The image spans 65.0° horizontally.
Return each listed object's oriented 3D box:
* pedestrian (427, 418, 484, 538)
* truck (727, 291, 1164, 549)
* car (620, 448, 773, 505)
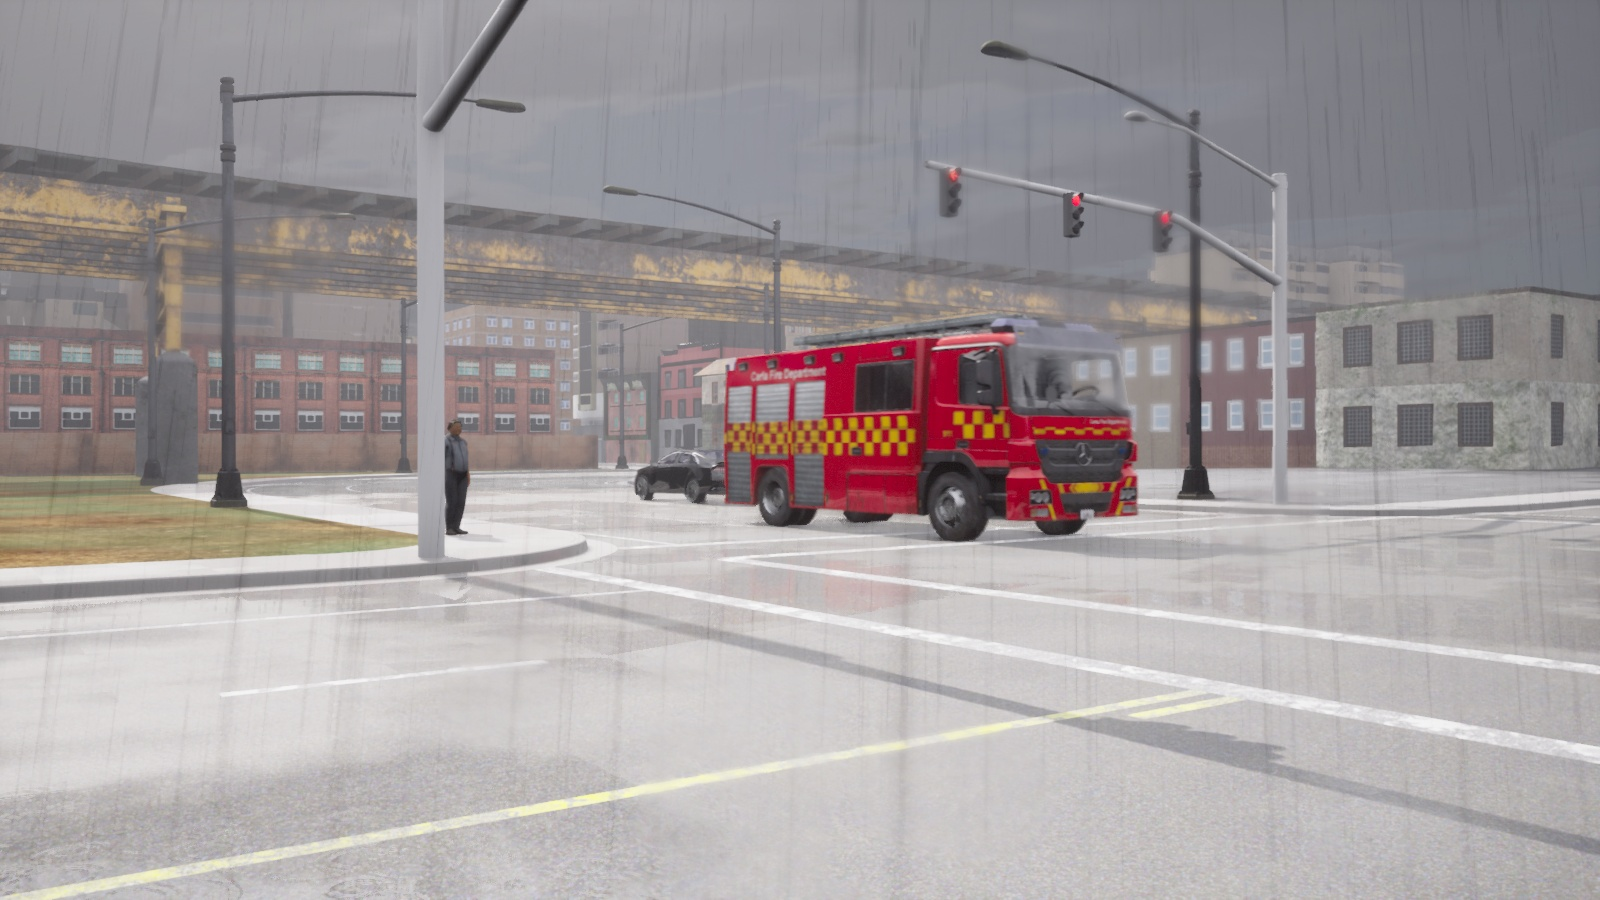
[{"bbox_3d":[-5.425,0.434,19.771,0.694,1.848,0.540,0,0,36],"label":"pedestrian"},{"bbox_3d":[2.210,-0.441,22.870,2.891,3.827,8.468,0,0,-36],"label":"truck"},{"bbox_3d":[-3.061,0.707,36.114,2.128,1.511,4.902,0,0,-36],"label":"car"}]
